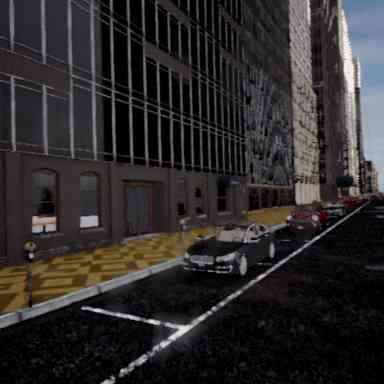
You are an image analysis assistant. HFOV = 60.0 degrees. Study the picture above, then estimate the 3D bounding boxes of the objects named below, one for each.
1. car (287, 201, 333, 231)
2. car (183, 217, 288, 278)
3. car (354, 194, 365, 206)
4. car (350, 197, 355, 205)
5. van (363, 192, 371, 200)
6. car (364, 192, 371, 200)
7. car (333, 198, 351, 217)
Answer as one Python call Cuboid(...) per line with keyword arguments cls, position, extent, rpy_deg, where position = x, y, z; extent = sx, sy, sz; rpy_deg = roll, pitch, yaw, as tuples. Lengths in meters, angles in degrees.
Cuboid(cls="car", position=(7.074, 1.451, 20.314), extent=(1.967, 1.590, 4.097), rpy_deg=(-2, 0, 30))
Cuboid(cls="car", position=(1.338, 1.628, 10.487), extent=(2.008, 1.369, 4.403), rpy_deg=(-2, 0, 30))
Cuboid(cls="car", position=(24.290, 1.363, 49.788), extent=(1.887, 1.381, 4.507), rpy_deg=(-2, 0, 30))
Cuboid(cls="car", position=(15.683, 1.458, 35.050), extent=(1.887, 1.381, 4.507), rpy_deg=(-2, 0, 30))
Cuboid(cls="van", position=(44.368, 0.946, 84.178), extent=(1.690, 1.788, 3.998), rpy_deg=(-2, -1, 30))
Cuboid(cls="car", position=(41.504, 1.185, 79.264), extent=(2.008, 1.369, 4.403), rpy_deg=(-2, -1, 30))
Cuboid(cls="car", position=(12.814, 1.497, 30.138), extent=(2.008, 1.369, 4.403), rpy_deg=(-2, 0, 30))
